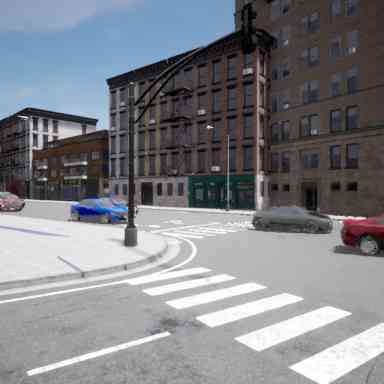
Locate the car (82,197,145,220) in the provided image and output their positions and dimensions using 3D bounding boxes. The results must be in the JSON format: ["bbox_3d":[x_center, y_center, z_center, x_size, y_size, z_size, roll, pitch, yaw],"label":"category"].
[{"bbox_3d":[-6.203,1.193,25.991,4.902,1.511,2.128,1,0,38],"label":"car"}]

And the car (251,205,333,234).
[{"bbox_3d":[5.372,1.424,18.093,4.181,1.385,1.994,1,0,30],"label":"car"}]

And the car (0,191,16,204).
[{"bbox_3d":[-27.583,0.786,48.232,4.553,1.767,2.097,1,0,41],"label":"car"}]

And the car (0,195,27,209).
[{"bbox_3d":[-20.699,1.045,37.749,4.674,1.442,1.812,1,0,40],"label":"car"}]

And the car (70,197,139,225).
[{"bbox_3d":[-5.943,1.196,21.684,5.008,1.535,1.882,1,0,38],"label":"car"}]

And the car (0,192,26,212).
[{"bbox_3d":[-17.663,0.917,31.007,4.553,1.767,2.097,1,0,40],"label":"car"}]

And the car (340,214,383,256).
[{"bbox_3d":[7.823,1.457,11.389,5.008,1.535,1.882,1,1,36],"label":"car"}]
